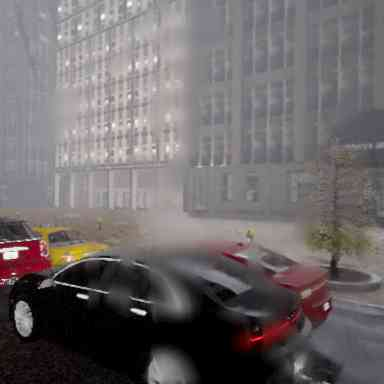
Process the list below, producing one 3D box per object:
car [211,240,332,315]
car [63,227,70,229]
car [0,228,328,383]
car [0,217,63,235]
[{"bbox_3d":[0.252,1.602,6.403,4.507,1.381,1.887,0,0,36],"label":"car"},{"bbox_3d":[-4.422,1.584,9.859,4.829,1.417,1.752,0,0,36],"label":"car"},{"bbox_3d":[-0.837,1.544,4.891,4.892,1.490,1.837,0,-1,37],"label":"car"},{"bbox_3d":[-5.619,1.392,8.465,4.553,1.767,2.097,0,-1,36],"label":"car"}]
